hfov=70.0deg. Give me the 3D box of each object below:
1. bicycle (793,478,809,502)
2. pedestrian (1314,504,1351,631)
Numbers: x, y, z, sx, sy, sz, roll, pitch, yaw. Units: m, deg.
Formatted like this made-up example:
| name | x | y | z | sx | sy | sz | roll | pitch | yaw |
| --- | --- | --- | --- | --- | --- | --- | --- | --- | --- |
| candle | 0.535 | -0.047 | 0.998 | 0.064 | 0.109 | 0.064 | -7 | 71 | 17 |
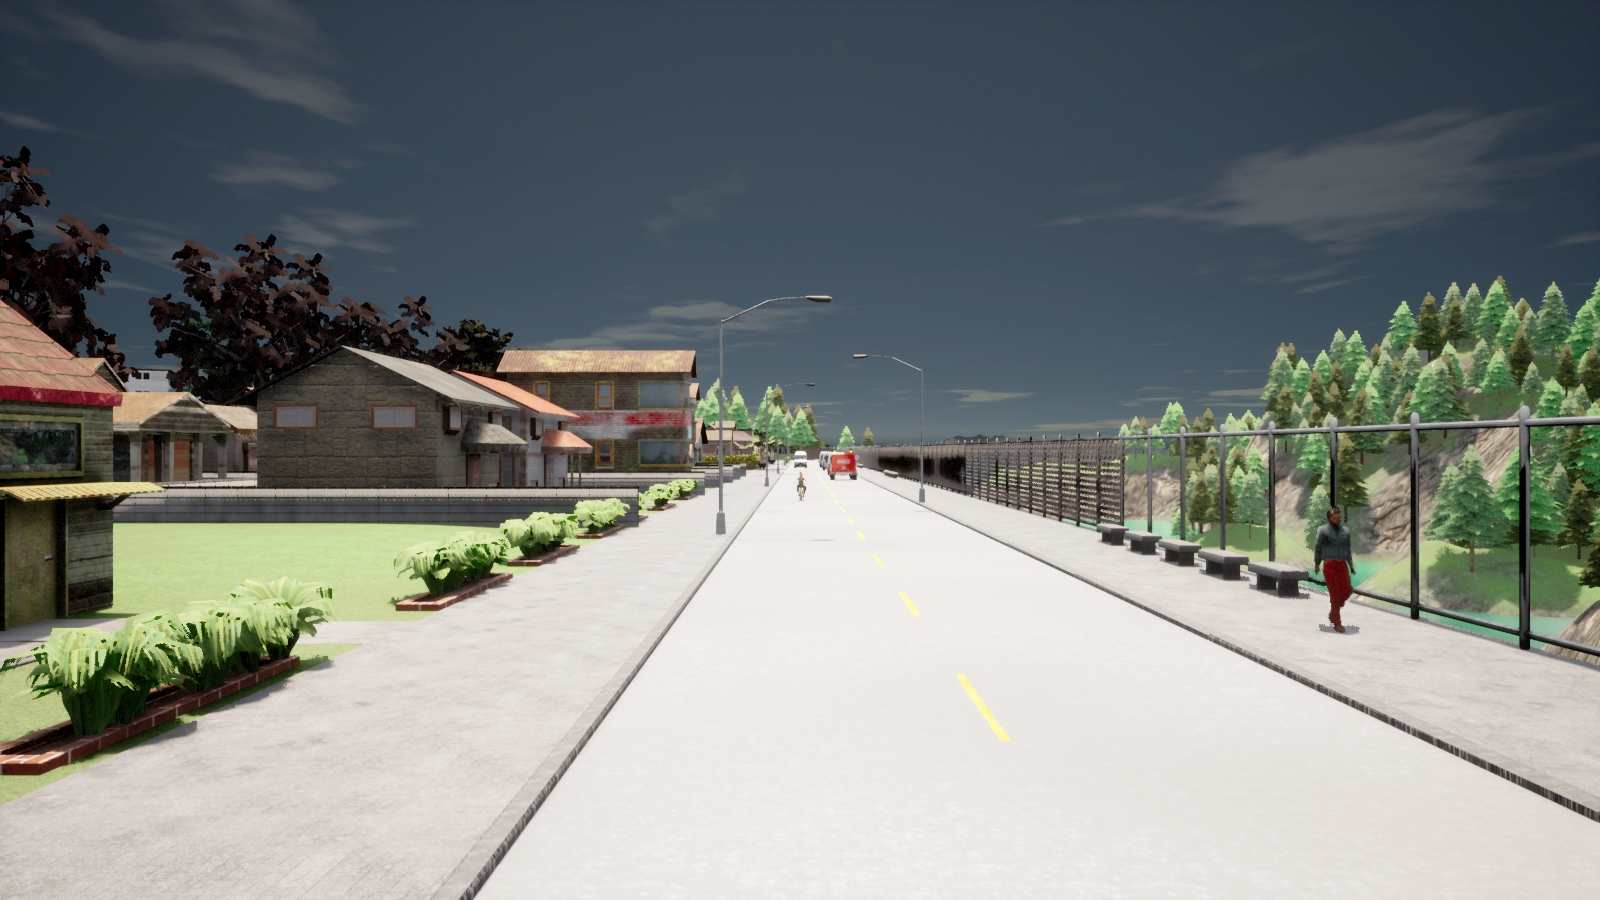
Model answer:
| name | x | y | z | sx | sy | sz | roll | pitch | yaw |
| --- | --- | --- | --- | --- | --- | --- | --- | --- | --- |
| bicycle | 0.056 | 2.158 | 62.000 | 0.859 | 1.276 | 1.487 | 0 | 0 | 0 |
| pedestrian | 7.965 | 1.743 | 17.098 | 0.375 | 1.860 | 0.375 | 0 | 0 | -1 |
